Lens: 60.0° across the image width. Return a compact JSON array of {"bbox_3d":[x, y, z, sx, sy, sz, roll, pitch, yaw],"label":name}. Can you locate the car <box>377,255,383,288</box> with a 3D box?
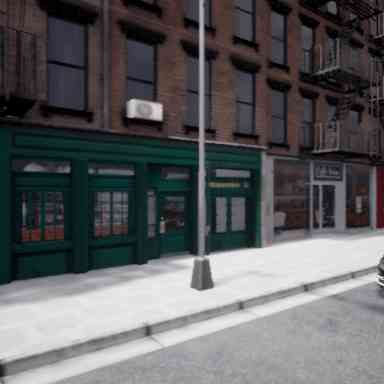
[{"bbox_3d":[6.237,1.510,7.824,4.892,1.490,1.837,0,0,-35],"label":"car"}]
